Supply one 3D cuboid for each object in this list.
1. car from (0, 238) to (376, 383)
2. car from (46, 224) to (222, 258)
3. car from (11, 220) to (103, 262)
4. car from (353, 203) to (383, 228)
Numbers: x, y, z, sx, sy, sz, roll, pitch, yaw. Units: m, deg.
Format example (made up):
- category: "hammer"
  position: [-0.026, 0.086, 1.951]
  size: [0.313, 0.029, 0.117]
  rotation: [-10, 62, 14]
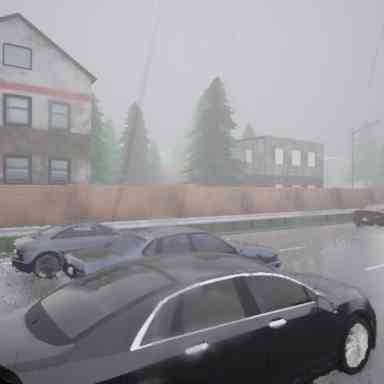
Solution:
- category: "car"
  position: [0.299, 1.505, 3.958]
  size: [4.892, 1.490, 1.837]
  rotation: [0, 0, -35]
- category: "car"
  position: [-0.295, 1.546, 7.835]
  size: [5.357, 1.411, 2.033]
  rotation: [0, 0, -36]
- category: "car"
  position: [-3.118, 1.563, 10.118]
  size: [4.181, 1.385, 1.994]
  rotation: [0, 0, -35]
- category: "car"
  position: [12.197, 1.473, 21.034]
  size: [5.008, 1.535, 1.882]
  rotation: [0, 0, -35]
